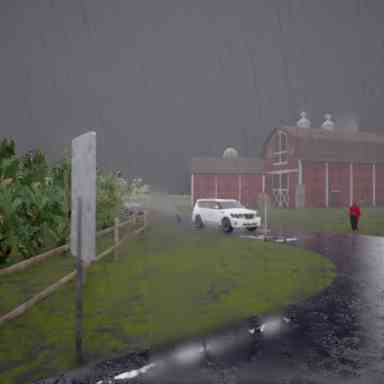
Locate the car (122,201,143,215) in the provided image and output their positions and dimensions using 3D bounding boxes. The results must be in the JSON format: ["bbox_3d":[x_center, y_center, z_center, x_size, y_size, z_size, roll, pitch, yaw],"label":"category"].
[{"bbox_3d":[-7.044,2.075,39.779,1.837,1.490,4.892,1,-1,-25],"label":"car"}]

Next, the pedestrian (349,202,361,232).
[{"bbox_3d":[9.958,1.484,20.408,0.375,1.860,0.375,0,0,-32],"label":"pedestrian"}]

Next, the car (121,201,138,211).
[{"bbox_3d":[-10.658,2.337,56.460,1.882,1.535,5.008,1,-1,-20],"label":"car"}]

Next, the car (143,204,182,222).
[{"bbox_3d":[-2.612,1.911,30.689,1.837,1.490,4.892,1,-1,-27],"label":"car"}]

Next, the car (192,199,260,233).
[{"bbox_3d":[2.086,1.465,22.094,2.150,2.045,5.566,1,-1,-30],"label":"car"}]
